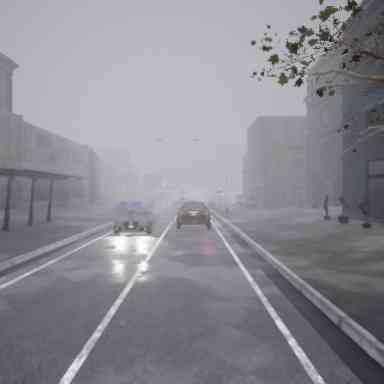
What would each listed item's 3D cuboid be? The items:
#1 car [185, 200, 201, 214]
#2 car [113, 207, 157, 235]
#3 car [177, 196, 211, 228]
[{"bbox_3d":[0.098,1.724,39.535,1.837,1.490,4.892,0,-1,0],"label":"car"},{"bbox_3d":[-3.099,1.562,18.846,1.994,1.385,4.181,0,0,0],"label":"car"},{"bbox_3d":[0.098,1.357,22.061,2.097,1.767,4.553,0,0,0],"label":"car"}]
